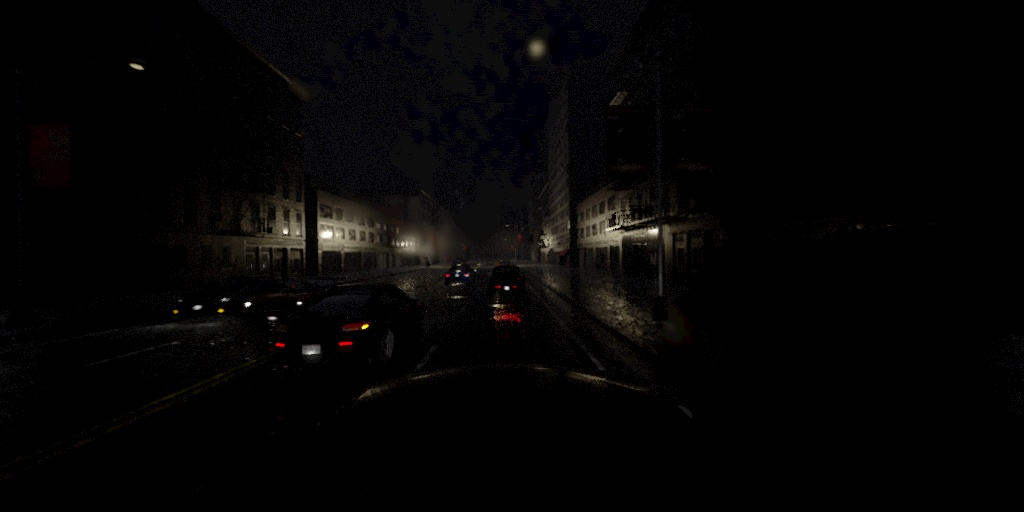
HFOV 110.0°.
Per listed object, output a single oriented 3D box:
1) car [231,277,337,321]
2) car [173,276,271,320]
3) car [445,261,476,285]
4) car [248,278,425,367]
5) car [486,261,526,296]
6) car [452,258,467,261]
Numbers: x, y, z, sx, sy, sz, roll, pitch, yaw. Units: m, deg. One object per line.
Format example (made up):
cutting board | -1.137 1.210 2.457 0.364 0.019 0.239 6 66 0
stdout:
car | -6.806 1.438 12.303 1.895 1.301 4.718 -1 0 -1
car | -10.085 1.447 13.440 1.994 1.385 4.181 -1 0 -1
car | -3.699 1.331 26.277 2.033 1.411 5.357 -1 0 -1
car | -3.247 1.316 7.997 1.812 1.442 4.674 -1 0 -1
car | -0.293 1.247 19.286 1.837 1.490 4.892 -1 0 -1
car | -7.721 0.980 53.136 1.837 1.490 4.892 -1 0 -1
